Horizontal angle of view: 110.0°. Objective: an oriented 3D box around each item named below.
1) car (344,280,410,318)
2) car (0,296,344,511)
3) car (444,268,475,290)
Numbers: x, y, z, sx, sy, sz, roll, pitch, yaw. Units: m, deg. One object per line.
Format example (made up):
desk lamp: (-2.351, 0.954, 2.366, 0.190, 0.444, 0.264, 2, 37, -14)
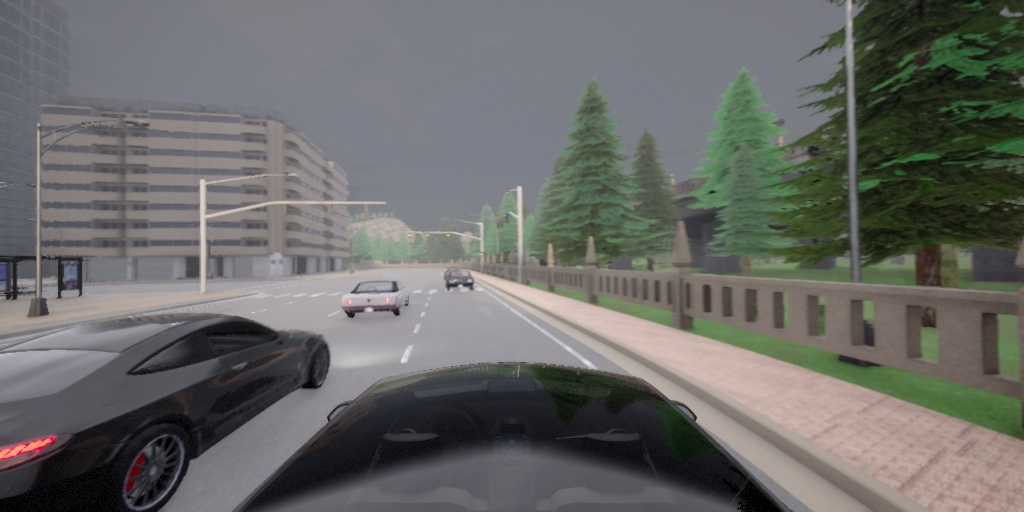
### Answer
car: (-5.288, 1.613, 14.555, 1.895, 1.301, 4.718, -1, -1, -10)
car: (-3.819, 1.372, 4.079, 1.812, 1.442, 4.674, -1, -1, -4)
car: (-3.836, 1.744, 26.071, 1.895, 1.301, 4.718, -1, -1, -11)
